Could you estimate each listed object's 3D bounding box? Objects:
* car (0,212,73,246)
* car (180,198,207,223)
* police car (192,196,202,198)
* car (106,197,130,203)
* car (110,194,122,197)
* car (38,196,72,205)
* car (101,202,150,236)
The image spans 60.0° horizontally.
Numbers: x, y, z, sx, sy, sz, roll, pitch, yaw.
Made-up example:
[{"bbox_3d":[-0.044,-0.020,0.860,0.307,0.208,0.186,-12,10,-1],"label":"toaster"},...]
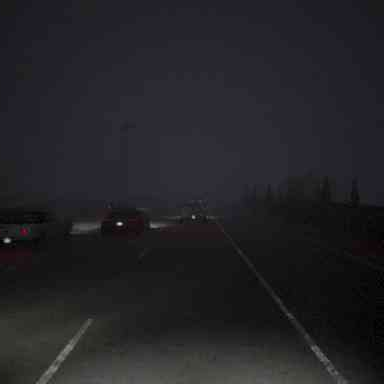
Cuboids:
[{"bbox_3d":[-6.902,1.513,14.701,1.895,1.301,4.718,0,0,0],"label":"car"},{"bbox_3d":[0.099,1.383,24.035,1.812,1.442,4.674,0,1,0],"label":"car"},{"bbox_3d":[0.659,1.256,41.438,2.038,1.542,4.974,0,0,5],"label":"police car"},{"bbox_3d":[-6.866,1.408,32.572,1.895,1.301,4.718,0,0,1],"label":"car"},{"bbox_3d":[-13.895,1.174,60.012,1.812,1.442,4.674,0,0,15],"label":"car"},{"bbox_3d":[-13.961,1.398,34.298,1.895,1.301,4.718,0,0,2],"label":"car"},{"bbox_3d":[-3.403,1.459,17.637,1.994,1.385,4.181,0,0,0],"label":"car"}]
